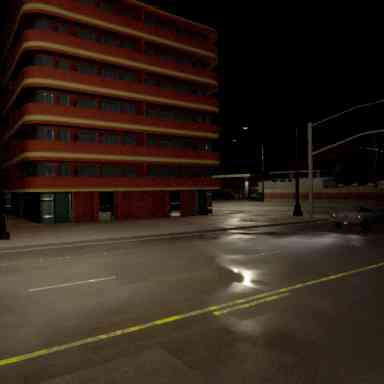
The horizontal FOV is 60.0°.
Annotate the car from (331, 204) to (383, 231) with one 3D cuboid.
[{"bbox_3d":[10.360,1.410,19.846,4.718,1.301,1.895,0,0,-35],"label":"car"}]

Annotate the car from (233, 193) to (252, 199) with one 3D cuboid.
[{"bbox_3d":[12.890,1.061,81.963,3.806,1.475,1.970,-1,1,-35],"label":"car"}]

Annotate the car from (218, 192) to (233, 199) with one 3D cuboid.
[{"bbox_3d":[8.918,0.930,86.185,4.611,1.667,2.242,-1,1,-35],"label":"car"}]
